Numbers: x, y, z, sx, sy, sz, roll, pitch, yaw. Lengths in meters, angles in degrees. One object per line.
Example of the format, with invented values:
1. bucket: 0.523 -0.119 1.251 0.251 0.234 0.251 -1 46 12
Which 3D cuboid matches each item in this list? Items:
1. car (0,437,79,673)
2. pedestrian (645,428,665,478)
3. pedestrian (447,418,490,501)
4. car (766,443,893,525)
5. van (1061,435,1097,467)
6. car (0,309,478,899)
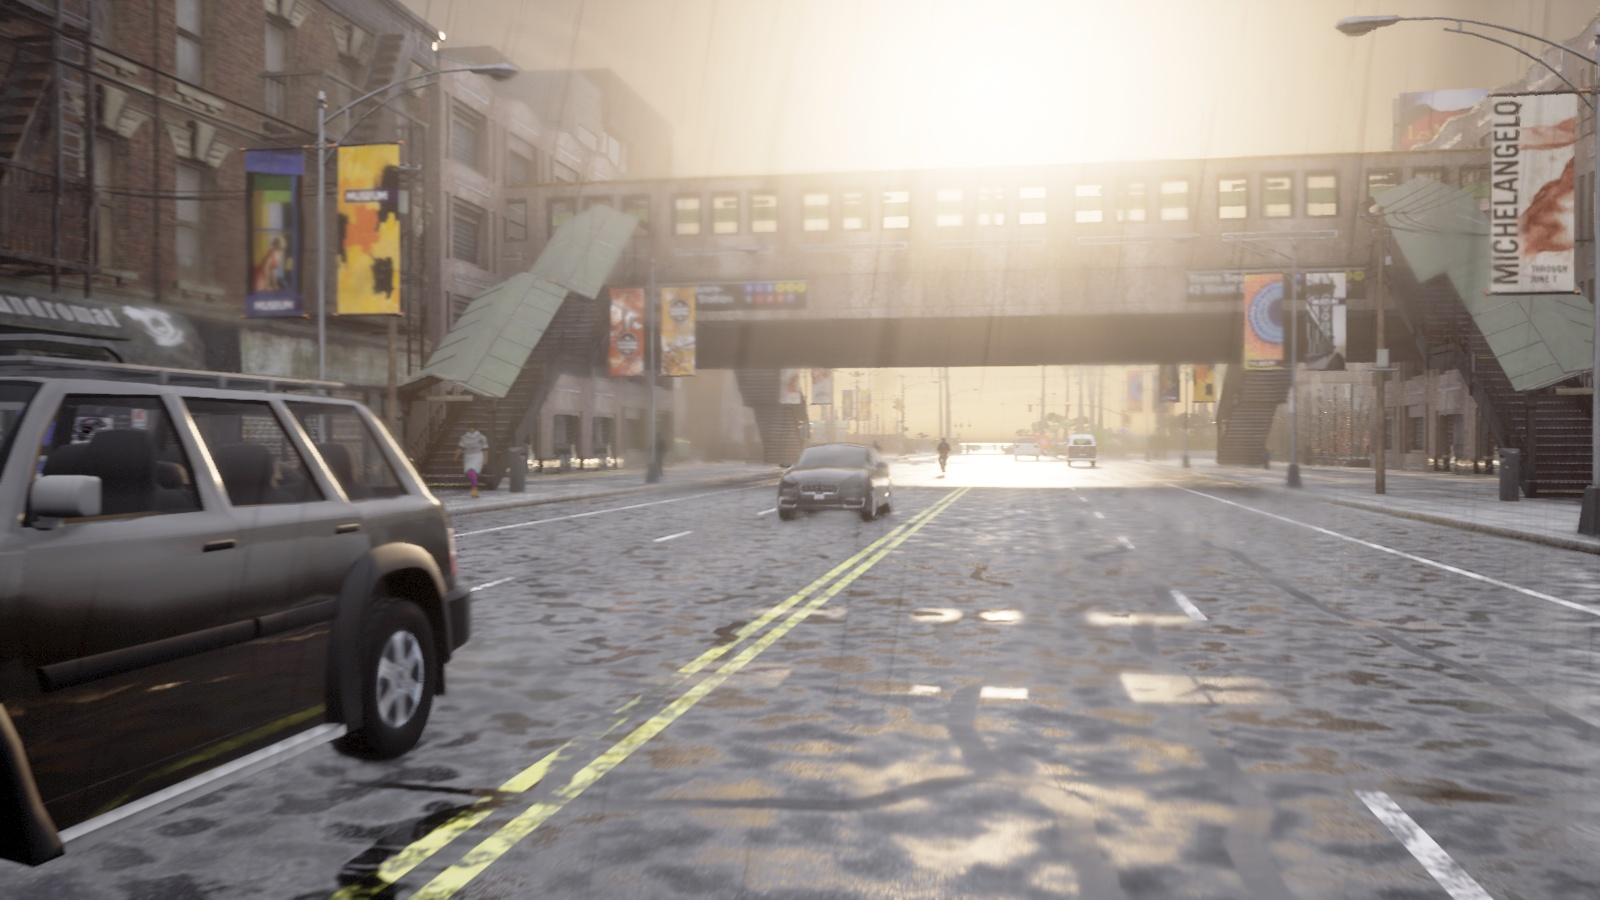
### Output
1. car: -6.189 0.662 6.813 1.970 1.475 3.806 0 0 10
2. pedestrian: -5.496 0.123 47.614 0.563 1.883 0.849 0 0 6
3. pedestrian: -7.937 0.218 30.117 0.659 1.952 0.873 0 0 14
4. car: 0.717 0.608 25.515 1.837 1.490 4.892 0 0 10
5. van: 17.938 0.046 80.930 2.069 2.038 4.480 0 0 10
6. car: -3.020 0.532 4.491 1.932 1.855 4.605 0 0 9
